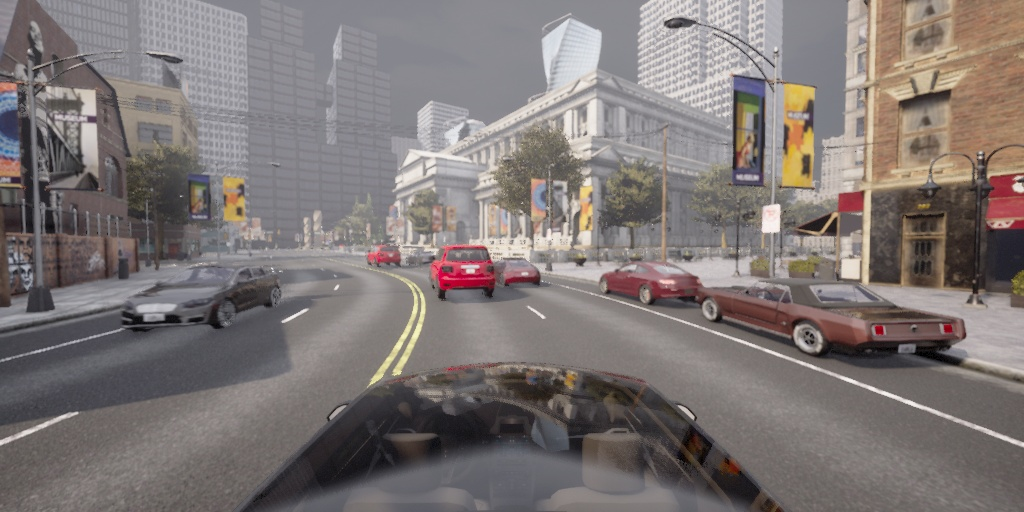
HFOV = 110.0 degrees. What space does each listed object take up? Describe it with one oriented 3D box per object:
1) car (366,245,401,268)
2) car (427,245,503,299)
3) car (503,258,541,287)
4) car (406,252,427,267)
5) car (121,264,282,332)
[{"bbox_3d":[-12.331,-0.012,34.347,2.150,2.045,5.566,-1,2,-34],"label":"car"},{"bbox_3d":[-2.259,0.555,15.361,2.150,2.045,5.566,0,2,-17],"label":"car"},{"bbox_3d":[-0.056,0.773,19.289,1.994,1.385,4.181,-1,2,-20],"label":"car"},{"bbox_3d":[-8.936,0.270,35.583,2.033,1.411,5.357,-1,2,-34],"label":"car"},{"bbox_3d":[-8.276,0.998,10.126,2.128,1.511,4.902,0,2,-13],"label":"car"}]
